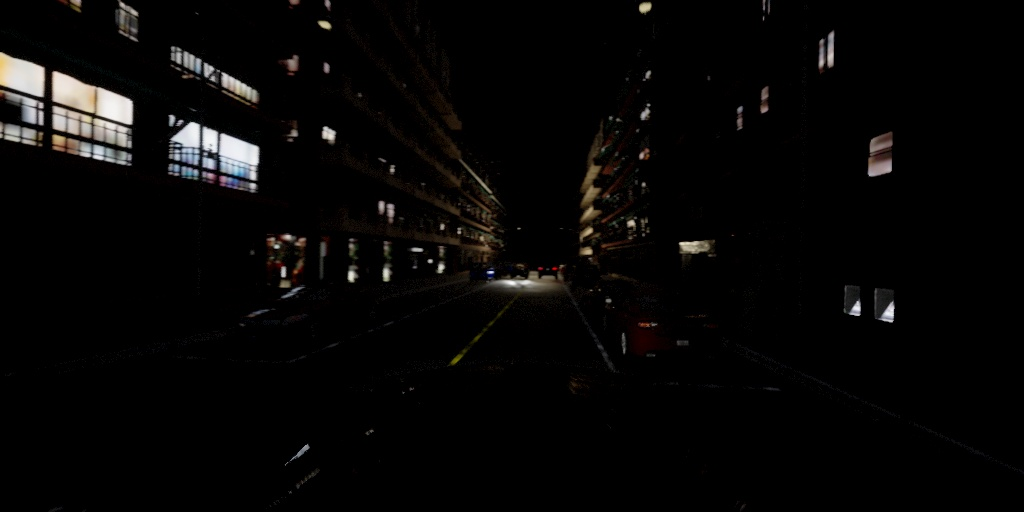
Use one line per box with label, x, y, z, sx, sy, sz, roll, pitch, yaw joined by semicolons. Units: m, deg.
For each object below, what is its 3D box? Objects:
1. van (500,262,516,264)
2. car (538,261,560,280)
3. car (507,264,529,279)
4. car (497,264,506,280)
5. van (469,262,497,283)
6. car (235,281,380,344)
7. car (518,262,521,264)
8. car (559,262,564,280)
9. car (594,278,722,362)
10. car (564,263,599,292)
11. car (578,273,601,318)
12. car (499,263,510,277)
van;-0.886;1.692;48.600;1.690;1.789;3.998;0;0;6
car;4.138;1.571;41.045;2.150;2.045;5.566;1;-1;7
car;0.910;1.874;40.086;1.895;1.301;4.718;1;-1;6
car;-2.067;1.759;37.334;1.802;1.307;4.207;0;0;6
van;-2.665;1.431;31.703;1.690;1.789;3.998;0;0;6
car;-5.024;1.333;9.489;1.802;1.307;4.207;0;0;6
car;-0.316;1.753;54.233;2.192;1.841;5.009;0;0;6
car;6.229;1.645;36.420;2.192;1.841;5.009;0;0;6
car;3.275;1.450;8.603;1.888;1.381;4.507;0;0;6
car;5.033;1.472;25.156;2.192;1.841;5.009;0;0;6
car;3.837;1.551;13.894;1.948;1.339;4.313;0;0;6
car;-1.472;1.846;42.965;1.802;1.307;4.207;0;0;6
